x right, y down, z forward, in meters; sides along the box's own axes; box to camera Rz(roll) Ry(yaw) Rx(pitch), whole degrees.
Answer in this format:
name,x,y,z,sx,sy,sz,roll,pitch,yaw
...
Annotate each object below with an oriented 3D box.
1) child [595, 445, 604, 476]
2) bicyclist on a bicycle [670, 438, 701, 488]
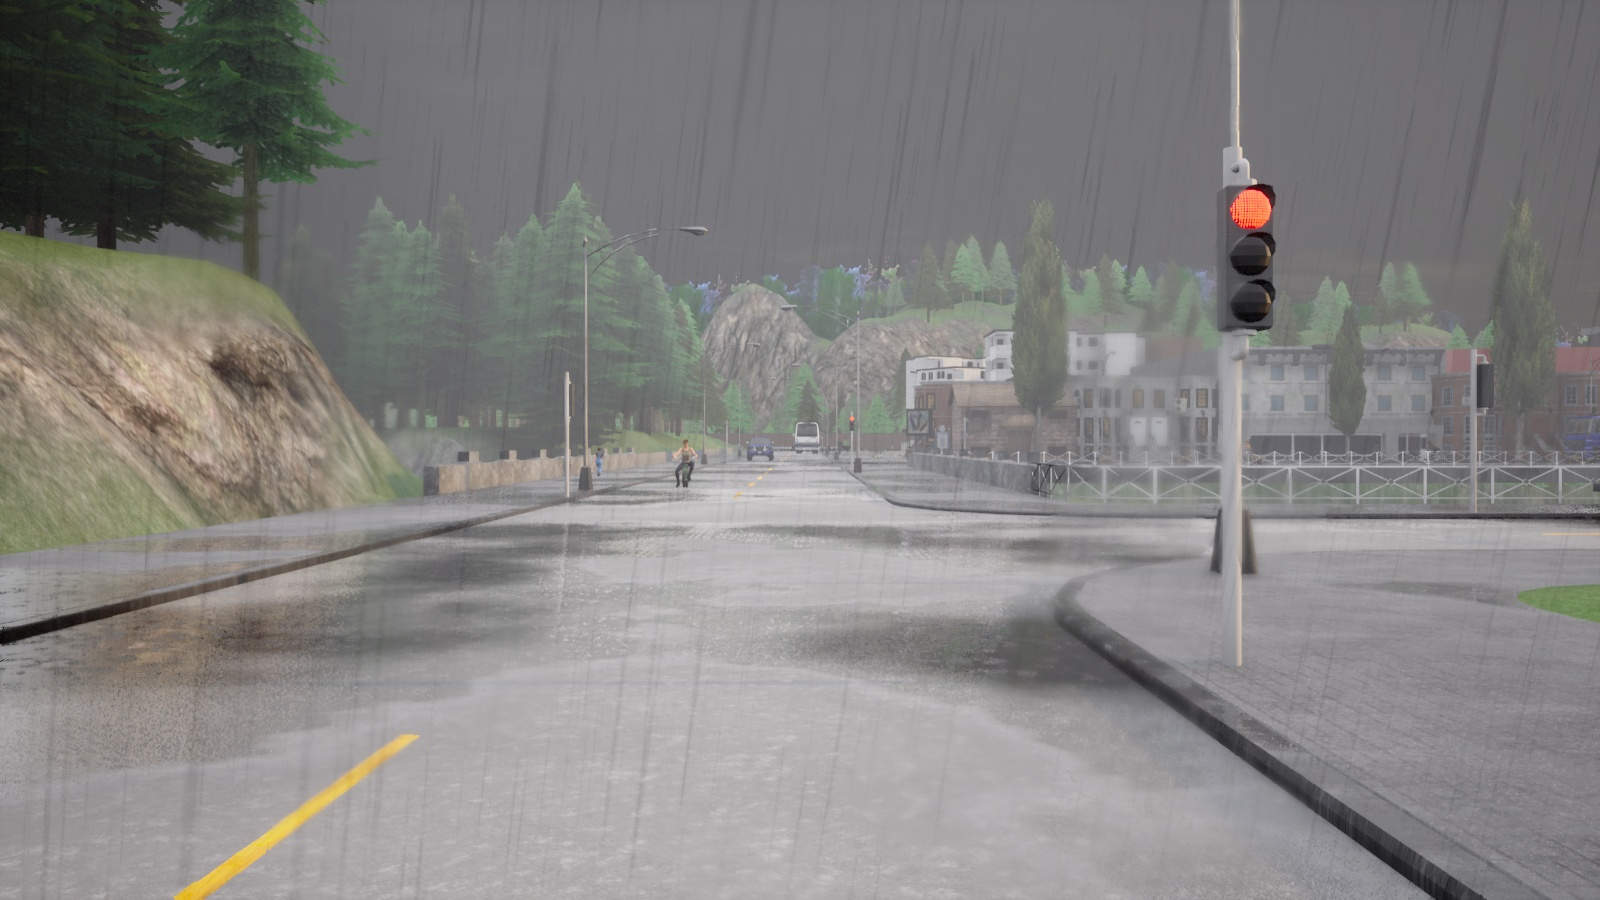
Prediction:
name,x,y,z,sx,sy,sz,roll,pitch,yaw
child,-8.301,0.432,51.948,0.270,1.263,0.437,0,0,2
bicyclist on a bicycle,-3.753,0.443,41.174,0.866,1.612,1.509,0,-1,0
